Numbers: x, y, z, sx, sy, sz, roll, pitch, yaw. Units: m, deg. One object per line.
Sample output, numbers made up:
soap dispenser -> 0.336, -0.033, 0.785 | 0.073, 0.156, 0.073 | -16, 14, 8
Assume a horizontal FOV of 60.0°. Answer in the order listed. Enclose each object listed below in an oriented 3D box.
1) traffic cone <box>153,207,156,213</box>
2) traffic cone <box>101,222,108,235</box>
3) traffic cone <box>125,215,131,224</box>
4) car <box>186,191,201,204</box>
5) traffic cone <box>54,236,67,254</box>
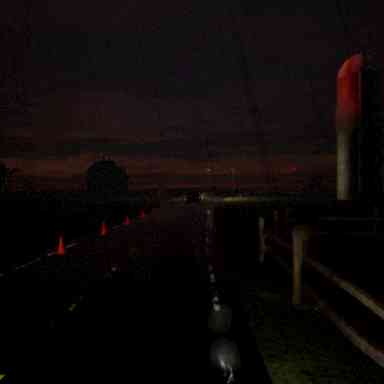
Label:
traffic cone -> -3.616, 1.728, 31.839 | 0.340, 0.580, 0.340 | 0, 0, 4
traffic cone -> -4.457, 1.833, 16.785 | 0.340, 0.580, 0.340 | 0, 0, 2
traffic cone -> -4.230, 1.798, 21.805 | 0.340, 0.580, 0.340 | 0, 0, 3
car -> 0.236, 0.851, 53.335 | 2.150, 2.045, 5.566 | 0, 0, -2
traffic cone -> -4.632, 1.868, 11.761 | 0.340, 0.580, 0.340 | 0, 0, 2
